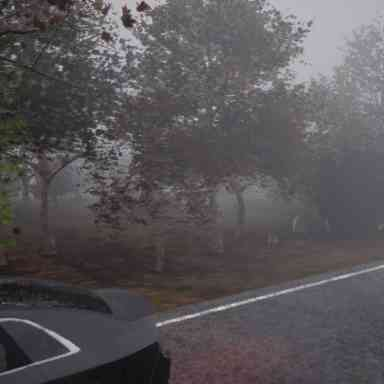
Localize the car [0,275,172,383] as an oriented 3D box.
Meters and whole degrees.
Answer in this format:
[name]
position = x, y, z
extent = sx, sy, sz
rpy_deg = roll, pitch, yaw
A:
[car]
position = -2.463, 1.510, 2.230
extent = 4.892, 1.490, 1.837
rpy_deg = -1, 0, -35
